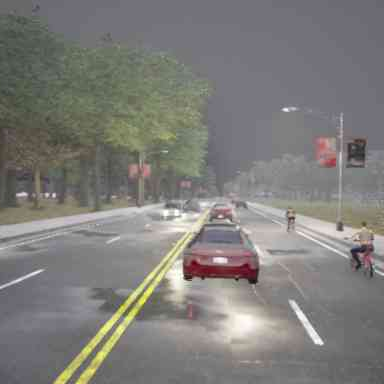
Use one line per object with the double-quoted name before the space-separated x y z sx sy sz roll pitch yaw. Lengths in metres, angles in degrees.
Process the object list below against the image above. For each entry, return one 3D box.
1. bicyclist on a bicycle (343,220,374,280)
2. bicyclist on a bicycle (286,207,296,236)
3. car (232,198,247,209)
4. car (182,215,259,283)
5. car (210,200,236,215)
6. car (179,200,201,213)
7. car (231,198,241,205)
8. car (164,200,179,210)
"bicyclist on a bicycle" 4.861 1.593 9.561 0.866 1.612 1.509 1 0 5
"bicyclist on a bicycle" 5.740 1.676 19.340 0.582 1.620 1.656 1 -1 5
"car" 8.085 1.973 55.155 1.837 1.490 4.892 1 0 5
"car" 0.862 1.631 10.025 1.994 1.385 4.181 1 0 5
"car" 2.428 1.713 27.845 1.812 1.442 4.674 1 0 5
"car" -0.009 1.695 39.451 1.837 1.490 4.892 1 0 5
"car" 9.574 2.087 73.245 1.882 1.535 5.008 1 0 5
"car" -2.635 1.770 46.638 1.895 1.301 4.718 1 0 5
